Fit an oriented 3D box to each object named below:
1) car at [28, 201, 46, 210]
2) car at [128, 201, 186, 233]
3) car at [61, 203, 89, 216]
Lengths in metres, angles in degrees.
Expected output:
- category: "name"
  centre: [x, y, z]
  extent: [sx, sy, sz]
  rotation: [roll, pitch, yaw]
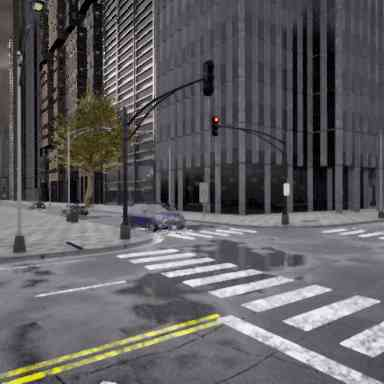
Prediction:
- category: "car"
  centre: [-24.338, 2.072, 52.149]
  extent: [1.994, 1.385, 4.181]
  rotation: [0, -1, -35]
- category: "car"
  centre: [-2.333, 1.481, 21.032]
  extent: [2.097, 1.767, 4.553]
  rotation: [0, 0, -36]
- category: "car"
  centre: [-12.470, 1.851, 35.290]
  extent: [1.994, 1.385, 4.181]
  rotation: [0, 0, -35]
